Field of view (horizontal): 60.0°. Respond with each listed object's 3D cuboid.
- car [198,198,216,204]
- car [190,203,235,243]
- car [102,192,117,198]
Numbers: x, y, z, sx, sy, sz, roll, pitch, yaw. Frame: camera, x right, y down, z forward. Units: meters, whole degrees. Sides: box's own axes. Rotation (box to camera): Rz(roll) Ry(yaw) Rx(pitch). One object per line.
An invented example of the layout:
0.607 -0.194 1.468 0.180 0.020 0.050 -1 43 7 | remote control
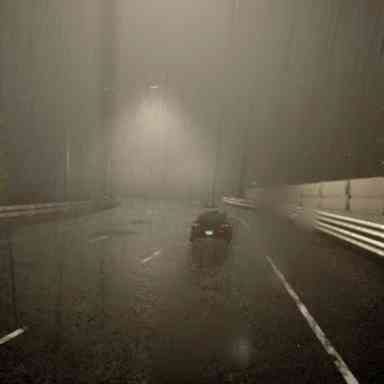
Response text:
1.869 1.494 41.428 2.033 1.411 5.357 1 0 -5 | car
1.044 1.512 15.997 1.812 1.442 4.674 1 0 8 | car
-22.193 0.926 90.861 1.882 1.535 5.008 1 0 -34 | car
